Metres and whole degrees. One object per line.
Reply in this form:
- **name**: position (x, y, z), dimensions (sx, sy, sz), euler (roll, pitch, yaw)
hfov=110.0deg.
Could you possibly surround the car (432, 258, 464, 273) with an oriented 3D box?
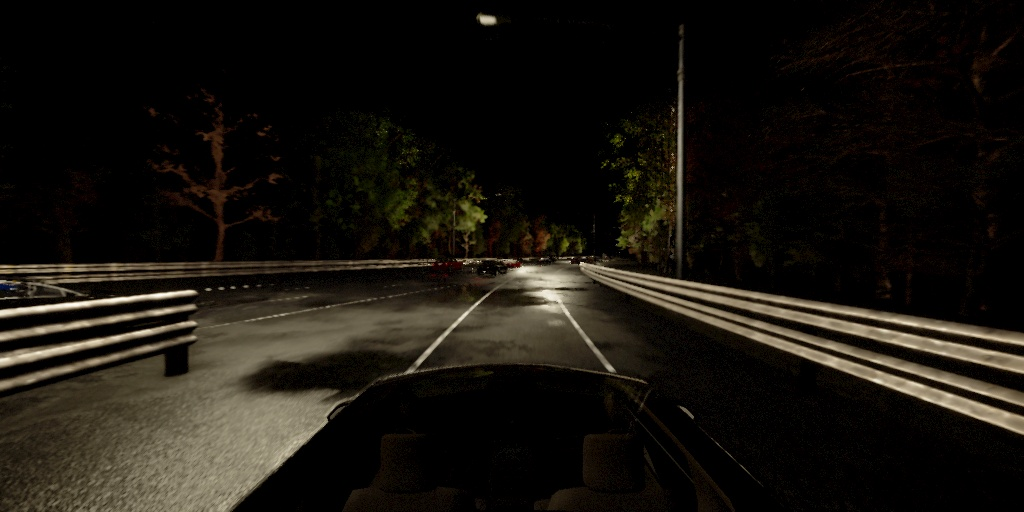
- **car**: position (-7.196, 0.960, 41.068), dimensions (2.097, 1.767, 4.553), euler (1, 0, 18)

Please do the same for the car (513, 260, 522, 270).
- **car**: position (-0.088, 1.269, 51.456), dimensions (1.895, 1.301, 4.718), euler (1, 0, 18)

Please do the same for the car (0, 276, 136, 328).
- **car**: position (-10.884, 1.168, 7.536), dimensions (2.128, 1.511, 4.902), euler (1, 0, 18)

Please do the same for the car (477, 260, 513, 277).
- **car**: position (-1.790, 1.210, 35.140), dimensions (1.837, 1.490, 4.892), euler (1, 0, 18)
